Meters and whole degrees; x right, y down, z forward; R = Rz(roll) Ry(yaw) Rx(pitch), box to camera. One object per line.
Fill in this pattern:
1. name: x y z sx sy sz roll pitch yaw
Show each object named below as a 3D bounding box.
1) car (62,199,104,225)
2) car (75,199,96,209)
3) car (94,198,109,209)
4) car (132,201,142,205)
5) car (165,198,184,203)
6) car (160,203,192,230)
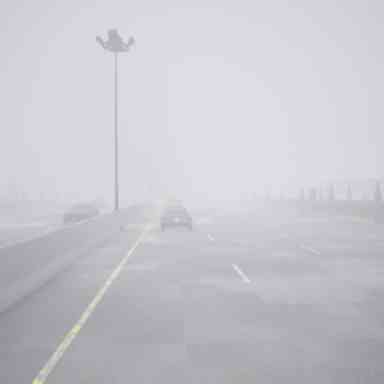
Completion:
1. car: -8.470 1.589 25.750 1.882 1.535 5.008 0 0 -3
2. car: -17.071 1.934 53.632 2.128 1.511 4.902 0 -2 -3
3. car: -13.205 1.574 47.066 2.097 1.767 4.553 0 -1 -3
4. car: -10.789 2.633 66.973 2.097 1.767 4.553 0 -5 -3
5. car: -2.032 1.465 38.884 2.097 1.767 4.553 0 0 -3
6. car: -1.029 1.626 21.726 1.994 1.385 4.181 0 0 -3
